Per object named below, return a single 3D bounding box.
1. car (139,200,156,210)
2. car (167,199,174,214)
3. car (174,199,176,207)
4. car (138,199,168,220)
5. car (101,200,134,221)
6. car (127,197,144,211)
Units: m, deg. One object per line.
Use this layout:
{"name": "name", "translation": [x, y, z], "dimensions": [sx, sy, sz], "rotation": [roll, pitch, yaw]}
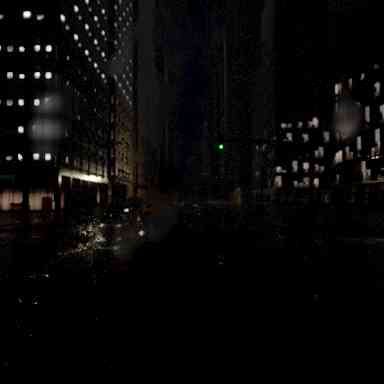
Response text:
{"name": "car", "translation": [-7.063, 2.024, 53.548], "dimensions": [2.033, 1.411, 5.357], "rotation": [0, 0, 0]}
{"name": "car", "translation": [-3.712, 1.714, 40.613], "dimensions": [2.097, 1.767, 4.553], "rotation": [0, 0, 0]}
{"name": "car", "translation": [-3.797, 1.972, 50.599], "dimensions": [1.812, 1.442, 4.674], "rotation": [0, 0, 0]}
{"name": "car", "translation": [-3.627, 1.763, 31.652], "dimensions": [1.882, 1.535, 5.008], "rotation": [0, 0, 0]}
{"name": "car", "translation": [-6.873, 1.785, 30.431], "dimensions": [1.837, 1.490, 4.892], "rotation": [0, 0, 0]}
{"name": "car", "translation": [-6.965, 1.591, 40.859], "dimensions": [2.150, 2.045, 5.566], "rotation": [0, 0, -1]}
